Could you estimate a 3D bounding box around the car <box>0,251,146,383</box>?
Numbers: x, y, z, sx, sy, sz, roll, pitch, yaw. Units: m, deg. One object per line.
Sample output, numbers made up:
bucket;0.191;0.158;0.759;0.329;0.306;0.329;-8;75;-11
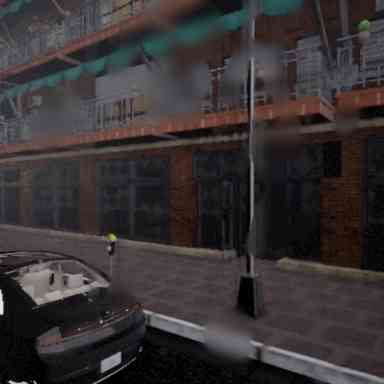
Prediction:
car;-2.620;1.529;4.745;4.403;1.369;2.008;0;0;36
